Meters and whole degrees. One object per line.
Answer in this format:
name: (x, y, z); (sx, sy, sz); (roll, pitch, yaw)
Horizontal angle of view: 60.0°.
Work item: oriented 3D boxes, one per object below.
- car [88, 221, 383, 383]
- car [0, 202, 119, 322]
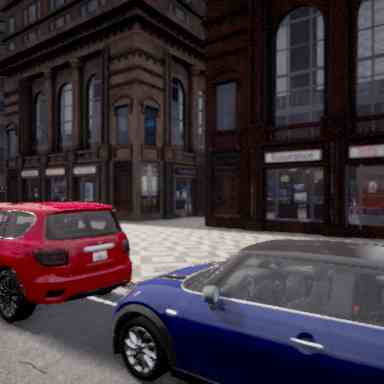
car: (1.111, 1.355, 3.966); (4.553, 1.767, 2.097); (0, 0, 36)
car: (-3.817, 1.237, 7.493); (5.566, 2.045, 2.150); (0, 0, 36)
